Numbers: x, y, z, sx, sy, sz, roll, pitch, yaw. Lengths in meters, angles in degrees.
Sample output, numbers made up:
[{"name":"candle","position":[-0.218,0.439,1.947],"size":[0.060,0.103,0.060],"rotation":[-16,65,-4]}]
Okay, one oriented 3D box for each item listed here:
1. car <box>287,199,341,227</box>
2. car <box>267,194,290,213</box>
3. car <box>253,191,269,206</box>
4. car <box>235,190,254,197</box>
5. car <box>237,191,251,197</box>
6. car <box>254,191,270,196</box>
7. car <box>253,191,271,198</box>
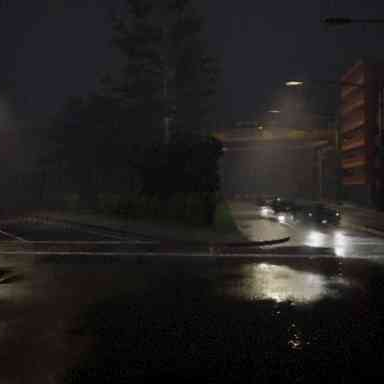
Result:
[{"name":"car","position":[7.443,1.300,20.414],"size":[1.895,1.301,4.718],"rotation":[-1,0,5]},{"name":"car","position":[8.314,1.166,30.274],"size":[1.994,1.385,4.181],"rotation":[-1,0,6]},{"name":"car","position":[9.413,0.971,42.747],"size":[2.128,1.511,4.902],"rotation":[-1,0,5]},{"name":"car","position":[12.508,0.572,79.566],"size":[2.038,1.542,4.974],"rotation":[-1,1,30]},{"name":"car","position":[12.531,0.414,79.610],"size":[1.853,1.218,4.536],"rotation":[-1,1,30]},{"name":"car","position":[16.609,0.352,78.948],"size":[1.853,1.218,4.536],"rotation":[-1,0,-15]},{"name":"car","position":[16.626,0.509,78.900],"size":[2.038,1.542,4.974],"rotation":[-1,0,-15]}]
